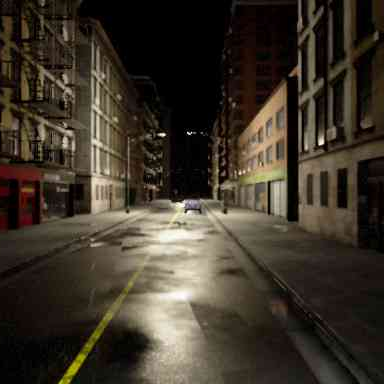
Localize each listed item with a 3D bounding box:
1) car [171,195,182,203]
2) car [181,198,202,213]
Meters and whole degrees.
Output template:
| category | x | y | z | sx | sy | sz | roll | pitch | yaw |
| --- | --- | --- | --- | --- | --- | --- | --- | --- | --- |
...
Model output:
| category | x | y | z | sx | sy | sz | roll | pitch | yaw |
| --- | --- | --- | --- | --- | --- | --- | --- | --- | --- |
| car | -2.995 | 1.351 | 65.643 | 2.097 | 1.767 | 4.553 | 0 | 0 | 0 |
| car | 0.102 | 1.525 | 36.932 | 2.033 | 1.411 | 5.357 | 0 | 0 | 0 |
